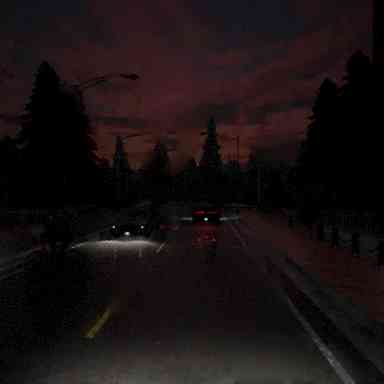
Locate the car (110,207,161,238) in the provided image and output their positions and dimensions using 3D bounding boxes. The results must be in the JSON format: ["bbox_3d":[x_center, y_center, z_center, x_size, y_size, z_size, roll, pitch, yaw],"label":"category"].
[{"bbox_3d":[-2.890,1.547,18.169,2.033,1.411,5.357,0,0,3],"label":"car"}]

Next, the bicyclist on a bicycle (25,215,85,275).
[{"bbox_3d":[-3.713,1.455,8.964,1.656,1.620,0.582,-2,0,2],"label":"bicyclist on a bicycle"}]

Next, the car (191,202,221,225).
[{"bbox_3d":[1.016,1.505,23.992,1.837,1.490,4.892,0,0,2],"label":"car"}]
